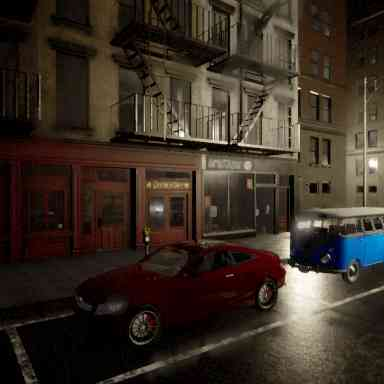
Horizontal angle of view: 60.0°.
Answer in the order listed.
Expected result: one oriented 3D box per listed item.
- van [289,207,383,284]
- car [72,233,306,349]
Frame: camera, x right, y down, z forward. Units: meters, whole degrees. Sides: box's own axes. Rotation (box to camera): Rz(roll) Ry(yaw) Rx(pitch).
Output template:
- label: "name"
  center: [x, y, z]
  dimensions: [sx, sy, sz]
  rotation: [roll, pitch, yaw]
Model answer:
- label: "van"
  center: [4.410, 1.341, 9.296]
  dimensions: [3.998, 1.788, 1.690]
  rotation: [0, 0, -35]
- label: "car"
  center: [-0.005, 1.582, 6.176]
  dimensions: [4.206, 1.307, 1.802]
  rotation: [0, 0, -35]
